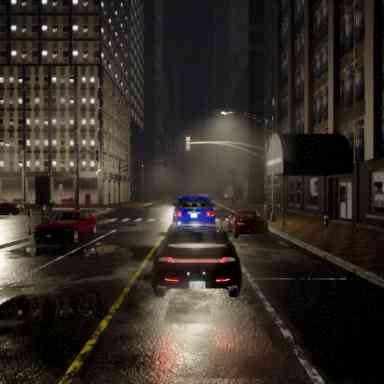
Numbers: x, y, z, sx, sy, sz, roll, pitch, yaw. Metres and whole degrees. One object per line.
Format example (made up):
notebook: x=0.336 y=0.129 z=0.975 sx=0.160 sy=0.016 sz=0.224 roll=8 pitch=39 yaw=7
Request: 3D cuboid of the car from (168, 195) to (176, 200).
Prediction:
car: x=-5.658 y=1.526 z=94.915 sx=1.947 sy=1.339 sz=4.313 roll=0 pitch=0 yaw=0

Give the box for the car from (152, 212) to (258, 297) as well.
car: x=0.102 y=1.490 z=8.538 sx=2.128 sy=1.511 sz=4.902 roll=0 pitch=0 yaw=0

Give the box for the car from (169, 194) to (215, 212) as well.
car: x=0.096 y=1.218 z=18.457 sx=2.150 sy=2.045 sz=5.566 roll=0 pitch=0 yaw=0

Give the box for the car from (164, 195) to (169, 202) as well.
car: x=-5.665 y=1.518 z=77.825 sx=1.887 sy=1.381 sz=4.507 roll=0 pitch=0 yaw=0

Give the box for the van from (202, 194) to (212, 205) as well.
van: x=2.708 y=1.324 z=60.731 sx=1.690 sy=1.788 sz=3.998 roll=0 pitch=0 yaw=0

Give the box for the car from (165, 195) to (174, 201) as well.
car: x=-5.662 y=1.535 z=83.522 sx=1.947 sy=1.339 sz=4.313 roll=0 pitch=0 yaw=0

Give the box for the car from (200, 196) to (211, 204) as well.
car: x=2.711 y=1.531 z=66.427 sx=2.008 sy=1.369 sz=4.403 roll=0 pitch=0 yaw=0

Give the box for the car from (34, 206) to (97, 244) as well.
car: x=-5.819 y=1.542 z=15.765 sx=1.887 sy=1.381 sz=4.507 roll=0 pitch=0 yaw=0

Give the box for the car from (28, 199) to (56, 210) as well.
car: x=-18.507 y=1.496 z=39.491 sx=4.403 sy=1.369 sz=2.008 roll=0 pitch=0 yaw=1

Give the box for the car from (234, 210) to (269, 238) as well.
car: x=2.821 y=1.579 z=17.138 sx=1.802 sy=1.307 sz=4.206 roll=0 pitch=0 yaw=0

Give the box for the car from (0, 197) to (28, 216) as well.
car: x=-18.597 y=1.306 z=31.109 sx=5.009 sy=1.841 sz=2.192 roll=0 pitch=0 yaw=1

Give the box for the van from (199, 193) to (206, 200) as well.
van: x=2.719 y=1.306 z=89.214 sx=1.690 sy=1.788 sz=3.998 roll=0 pitch=0 yaw=0
